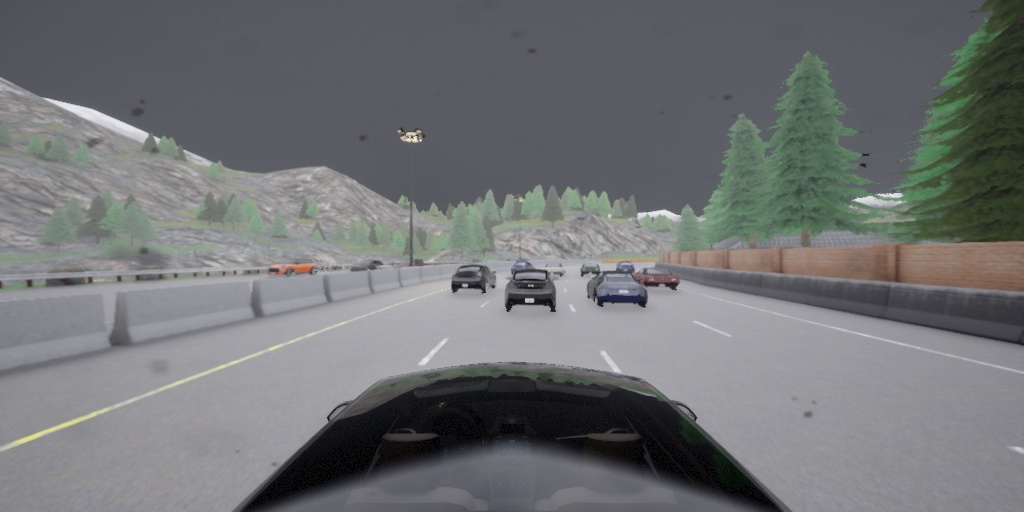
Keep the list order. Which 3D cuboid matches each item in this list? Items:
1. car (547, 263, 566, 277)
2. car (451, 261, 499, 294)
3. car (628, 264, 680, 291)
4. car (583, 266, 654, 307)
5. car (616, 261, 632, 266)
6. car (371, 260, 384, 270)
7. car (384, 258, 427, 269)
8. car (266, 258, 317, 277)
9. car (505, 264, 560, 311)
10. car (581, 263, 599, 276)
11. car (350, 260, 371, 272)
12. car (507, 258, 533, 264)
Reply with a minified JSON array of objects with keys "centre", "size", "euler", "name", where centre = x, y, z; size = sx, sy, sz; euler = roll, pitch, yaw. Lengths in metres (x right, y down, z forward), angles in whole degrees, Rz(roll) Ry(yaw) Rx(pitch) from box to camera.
[{"centre":[4.273,1.337,35.805],"size":[1.895,1.301,4.718],"euler":[0,0,13],"name":"car"},{"centre":[-2.066,1.235,20.374],"size":[1.837,1.490,4.892],"euler":[0,0,7],"name":"car"},{"centre":[8.775,1.359,22.359],"size":[1.895,1.301,4.718],"euler":[0,0,9],"name":"car"},{"centre":[4.425,1.316,15.599],"size":[1.994,1.385,4.181],"euler":[0,0,5],"name":"car"},{"centre":[12.456,1.282,39.431],"size":[1.812,1.442,4.674],"euler":[0,0,15],"name":"car"},{"centre":[-13.012,1.288,39.504],"size":[1.895,1.301,4.718],"euler":[0,0,13],"name":"car"},{"centre":[-10.254,1.050,35.704],"size":[2.097,1.767,4.553],"euler":[0,0,12],"name":"car"},{"centre":[-21.187,1.021,34.653],"size":[2.097,1.767,4.553],"euler":[0,0,12],"name":"car"},{"centre":[0.803,1.248,14.455],"size":[1.837,1.490,4.892],"euler":[0,0,5],"name":"car"},{"centre":[8.023,1.347,36.417],"size":[1.895,1.301,4.718],"euler":[0,0,14],"name":"car"},{"centre":[-16.280,1.184,40.783],"size":[1.837,1.490,4.892],"euler":[0,0,14],"name":"car"},{"centre":[1.153,1.252,37.692],"size":[1.812,1.442,4.674],"euler":[0,0,14],"name":"car"}]
